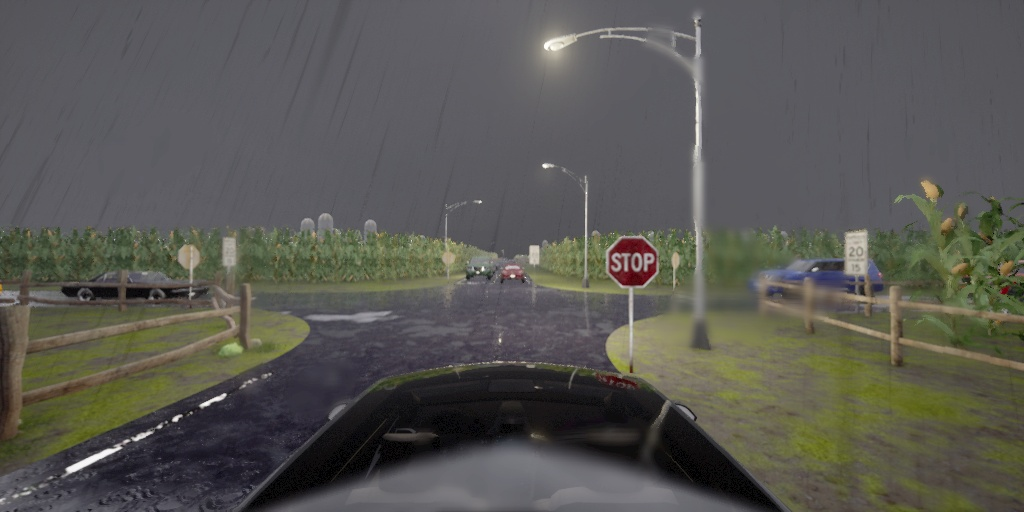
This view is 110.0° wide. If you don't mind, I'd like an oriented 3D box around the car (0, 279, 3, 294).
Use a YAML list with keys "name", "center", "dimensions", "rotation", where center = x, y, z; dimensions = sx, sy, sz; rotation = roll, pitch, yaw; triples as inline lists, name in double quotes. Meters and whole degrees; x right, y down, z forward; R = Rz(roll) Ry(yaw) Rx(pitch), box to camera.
- name: "car"
  center: [-24.994, 1.127, 15.279]
  dimensions: [5.008, 1.535, 1.882]
  rotation: [0, -1, 1]

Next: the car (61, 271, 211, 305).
- name: "car"
  center: [-15.713, 1.300, 15.205]
  dimensions: [4.718, 1.301, 1.895]
  rotation: [0, -1, 0]

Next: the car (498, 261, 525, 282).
- name: "car"
  center: [0.047, 1.368, 29.643]
  dimensions: [1.812, 1.442, 4.674]
  rotation: [0, 0, 0]

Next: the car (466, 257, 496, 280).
- name: "car"
  center: [-2.906, 1.075, 33.162]
  dimensions: [2.150, 2.045, 5.566]
  rotation: [0, 0, 0]

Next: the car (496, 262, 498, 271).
- name: "car"
  center: [-2.922, 1.432, 43.365]
  dimensions: [2.033, 1.411, 5.357]
  rotation: [0, 0, 0]

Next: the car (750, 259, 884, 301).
- name: "car"
  center: [15.097, 1.150, 17.908]
  dimensions: [5.566, 2.045, 2.150]
  rotation: [0, -1, 0]

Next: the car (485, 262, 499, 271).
- name: "car"
  center: [-2.929, 1.513, 53.527]
  dimensions: [1.895, 1.301, 4.718]
  rotation: [0, 0, 0]

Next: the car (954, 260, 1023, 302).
- name: "car"
  center: [25.462, 1.221, 17.832]
  dimensions: [5.566, 2.045, 2.150]
  rotation: [0, -1, 0]
